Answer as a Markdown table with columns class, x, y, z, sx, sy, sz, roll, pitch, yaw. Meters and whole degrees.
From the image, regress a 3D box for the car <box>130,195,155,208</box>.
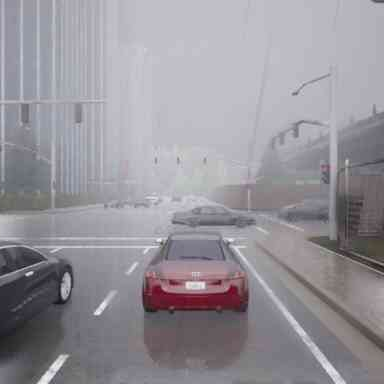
| class | x | y | z | sx | sy | sz | roll | pitch | yaw |
| --- | --- | --- | --- | --- | --- | --- | --- | --- | --- |
| car | -7.106 | 1.541 | 47.978 | 2.033 | 1.411 | 5.357 | 0 | 0 | 0 |

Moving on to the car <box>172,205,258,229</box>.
| class | x | y | z | sx | sy | sz | roll | pitch | yaw |
| --- | --- | --- | --- | --- | --- | --- | --- | --- | --- |
| car | 1.354 | 1.565 | 21.081 | 5.357 | 1.411 | 2.033 | 0 | 0 | 0 |

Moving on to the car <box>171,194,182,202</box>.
| class | x | y | z | sx | sy | sz | roll | pitch | yaw |
| --- | --- | --- | --- | --- | --- | --- | --- | --- | --- |
| car | -3.528 | 1.486 | 74.269 | 1.837 | 1.490 | 4.892 | 0 | 0 | 0 |

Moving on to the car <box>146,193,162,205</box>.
| class | x | y | z | sx | sy | sz | roll | pitch | yaw |
| --- | --- | --- | --- | --- | --- | --- | --- | --- | --- |
| car | -7.096 | 1.214 | 58.168 | 2.150 | 2.045 | 5.566 | 0 | 0 | 1 |

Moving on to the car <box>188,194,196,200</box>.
| class | x | y | z | sx | sy | sz | roll | pitch | yaw |
| --- | --- | --- | --- | --- | --- | --- | --- | --- | --- |
| car | -0.031 | 1.350 | 84.694 | 1.837 | 1.490 | 4.892 | 0 | 0 | 0 |

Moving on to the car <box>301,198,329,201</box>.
| class | x | y | z | sx | sy | sz | roll | pitch | yaw |
| --- | --- | --- | --- | --- | --- | --- | --- | --- | --- |
| car | 11.136 | 1.404 | 31.806 | 4.553 | 1.767 | 2.097 | 0 | 0 | 0 |

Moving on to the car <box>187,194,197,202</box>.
| class | x | y | z | sx | sy | sz | roll | pitch | yaw |
| --- | --- | --- | --- | --- | --- | --- | --- | --- | --- |
| car | -0.028 | 1.509 | 74.585 | 1.812 | 1.442 | 4.674 | 0 | 0 | 0 |

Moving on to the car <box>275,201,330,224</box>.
| class | x | y | z | sx | sy | sz | roll | pitch | yaw |
| --- | --- | --- | --- | --- | --- | --- | --- | --- | --- |
| car | 8.561 | 1.579 | 24.598 | 4.674 | 1.442 | 1.812 | 0 | 0 | 0 |

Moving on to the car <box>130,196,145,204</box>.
| class | x | y | z | sx | sy | sz | roll | pitch | yaw |
| --- | --- | --- | --- | --- | --- | --- | --- | --- | --- |
| car | -10.556 | 1.539 | 64.911 | 2.033 | 1.411 | 5.357 | 0 | 0 | 1 |

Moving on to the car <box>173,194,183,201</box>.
| class | x | y | z | sx | sy | sz | roll | pitch | yaw |
| --- | --- | --- | --- | --- | --- | --- | --- | --- | --- |
| car | -3.531 | 1.375 | 84.693 | 2.128 | 1.511 | 4.902 | 0 | 0 | 0 |

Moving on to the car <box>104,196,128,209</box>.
| class | x | y | z | sx | sy | sz | roll | pitch | yaw |
| --- | --- | --- | --- | --- | --- | --- | --- | --- | --- |
| car | -10.609 | 1.486 | 45.352 | 2.128 | 1.511 | 4.902 | 0 | 0 | 0 |

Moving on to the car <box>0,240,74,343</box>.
| class | x | y | z | sx | sy | sz | roll | pitch | yaw |
| --- | --- | --- | --- | --- | --- | --- | --- | --- | --- |
| car | -3.444 | 1.504 | 5.222 | 1.837 | 1.490 | 4.892 | 0 | 0 | 0 |

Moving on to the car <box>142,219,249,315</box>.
| class | x | y | z | sx | sy | sz | roll | pitch | yaw |
| --- | --- | --- | --- | --- | --- | --- | --- | --- | --- |
| car | 0.069 | 1.563 | 7.680 | 1.994 | 1.385 | 4.181 | 0 | 0 | 0 |

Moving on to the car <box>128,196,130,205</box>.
| class | x | y | z | sx | sy | sz | roll | pitch | yaw |
| --- | --- | --- | --- | --- | --- | --- | --- | --- | --- |
| car | -10.604 | 1.498 | 54.596 | 1.837 | 1.490 | 4.892 | 0 | 0 | 0 |
